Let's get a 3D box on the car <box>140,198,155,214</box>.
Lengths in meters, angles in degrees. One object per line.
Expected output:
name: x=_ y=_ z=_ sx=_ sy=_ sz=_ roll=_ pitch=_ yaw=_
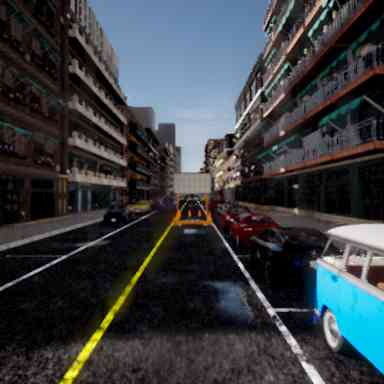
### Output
car: x=-5.640 y=1.653 z=37.280 sx=1.752 sy=1.417 sz=4.829 roll=0 pitch=0 yaw=0

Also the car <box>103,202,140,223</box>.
car: x=-5.655 y=1.657 z=26.176 sx=1.947 sy=1.339 sz=4.313 roll=0 pitch=0 yaw=0

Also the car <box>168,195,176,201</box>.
car: x=-5.566 y=1.738 z=93.814 sx=1.967 sy=1.590 sz=4.097 roll=0 pitch=0 yaw=0

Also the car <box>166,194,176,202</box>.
car: x=-5.572 y=1.597 z=88.179 sx=2.192 sy=1.841 sz=5.009 roll=0 pitch=0 yaw=0

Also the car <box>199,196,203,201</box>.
car: x=2.807 y=1.807 z=88.333 sx=1.752 sy=1.417 sz=4.829 roll=0 pitch=0 yaw=0

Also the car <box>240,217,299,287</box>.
car: x=2.703 y=1.599 z=9.254 sx=1.947 sy=1.339 sz=4.313 roll=0 pitch=0 yaw=0

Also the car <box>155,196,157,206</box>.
car: x=-5.618 y=1.621 z=54.360 sx=1.967 sy=1.590 sz=4.097 roll=0 pitch=0 yaw=0

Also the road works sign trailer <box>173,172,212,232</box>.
road works sign trailer: x=0.027 y=0.537 z=20.666 sx=2.380 sy=3.560 sz=2.880 roll=0 pitch=0 yaw=0

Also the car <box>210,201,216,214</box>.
car: x=2.726 y=1.641 z=26.162 sx=2.008 sy=1.369 sz=4.403 roll=0 pitch=0 yaw=0

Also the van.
van: x=2.697 y=1.354 z=3.618 sx=1.690 sy=1.788 sz=3.998 roll=0 pitch=0 yaw=0

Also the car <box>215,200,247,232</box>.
car: x=2.719 y=1.512 z=20.527 sx=1.967 sy=1.590 sz=4.097 roll=0 pitch=0 yaw=0

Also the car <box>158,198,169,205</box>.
car: x=-5.603 y=1.797 z=65.633 sx=1.802 sy=1.307 sz=4.206 roll=0 pitch=0 yaw=0

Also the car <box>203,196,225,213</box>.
car: x=2.742 y=1.442 z=37.436 sx=2.192 sy=1.841 sz=5.009 roll=0 pitch=0 yaw=0

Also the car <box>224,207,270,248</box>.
car: x=2.711 y=1.597 z=14.890 sx=1.887 sy=1.381 sz=4.507 roll=0 pitch=0 yaw=0

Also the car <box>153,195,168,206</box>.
car: x=-5.609 y=1.513 z=59.997 sx=2.192 sy=1.841 sz=5.009 roll=0 pitch=0 yaw=0

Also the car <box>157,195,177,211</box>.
car: x=-3.031 y=1.499 z=43.919 sx=2.097 sy=1.767 sz=4.553 roll=0 pitch=0 yaw=0
